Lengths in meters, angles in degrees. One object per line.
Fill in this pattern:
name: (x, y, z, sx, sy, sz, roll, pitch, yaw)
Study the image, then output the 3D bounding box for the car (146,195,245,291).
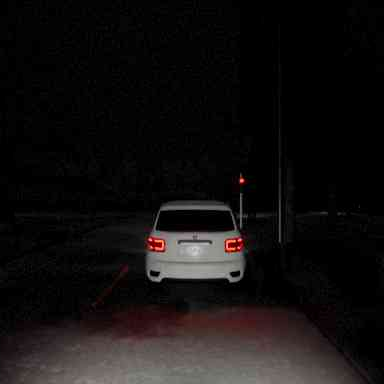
car: (0.104, 1.221, 9.181, 2.150, 2.045, 5.566, 0, 0, 1)

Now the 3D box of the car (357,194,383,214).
car: (20.226, 1.220, 34.598, 5.566, 2.045, 2.150, 0, 0, 0)
